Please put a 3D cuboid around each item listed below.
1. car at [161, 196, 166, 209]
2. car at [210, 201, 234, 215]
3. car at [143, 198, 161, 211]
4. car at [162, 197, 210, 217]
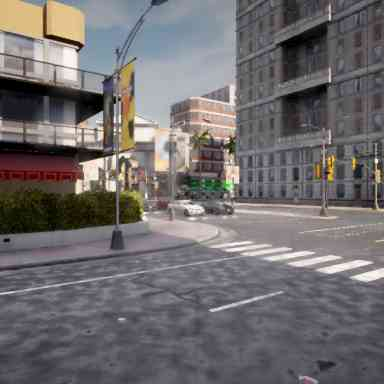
[{"bbox_3d":[-2.537,1.352,40.817,2.097,1.767,4.553,0,0,-35],"label":"car"},{"bbox_3d":[2.381,1.564,33.812,1.994,1.385,4.181,0,0,-35],"label":"car"},{"bbox_3d":[-6.037,1.505,39.644,1.837,1.490,4.892,0,0,-35],"label":"car"},{"bbox_3d":[-0.688,1.526,32.090,1.812,1.442,4.674,0,0,-35],"label":"car"}]
